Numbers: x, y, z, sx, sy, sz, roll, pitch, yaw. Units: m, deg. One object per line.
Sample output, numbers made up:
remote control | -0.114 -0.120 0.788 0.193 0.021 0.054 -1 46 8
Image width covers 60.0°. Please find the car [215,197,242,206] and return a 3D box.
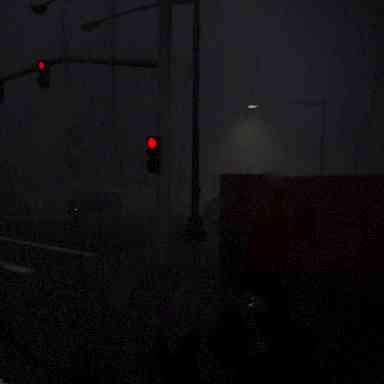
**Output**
car | 5.496 1.388 49.622 1.895 1.301 4.718 1 0 36

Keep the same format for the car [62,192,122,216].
car | -8.796 1.008 29.890 2.150 2.045 5.566 1 0 36

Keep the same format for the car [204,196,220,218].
car | 2.958 1.232 27.916 2.097 1.767 4.553 1 0 36
